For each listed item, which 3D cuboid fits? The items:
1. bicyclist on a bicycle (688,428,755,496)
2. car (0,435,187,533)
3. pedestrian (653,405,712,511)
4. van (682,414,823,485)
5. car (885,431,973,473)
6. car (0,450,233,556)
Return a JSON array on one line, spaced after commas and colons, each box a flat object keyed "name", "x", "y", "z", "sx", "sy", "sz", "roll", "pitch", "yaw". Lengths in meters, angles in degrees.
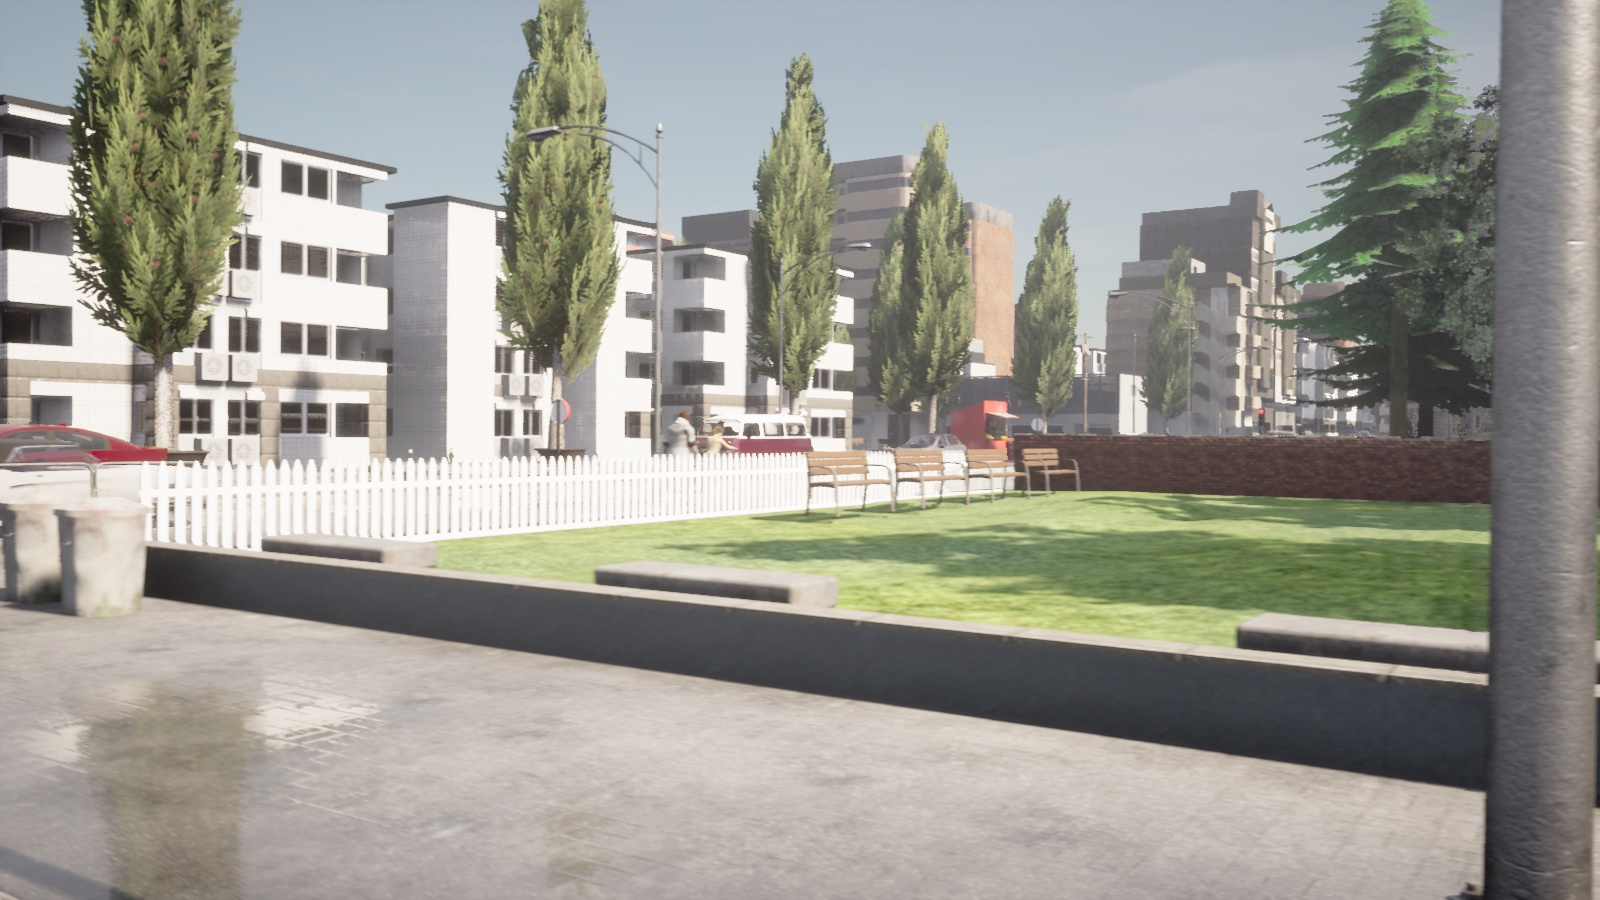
[{"name": "bicyclist on a bicycle", "x": -1.890, "y": 0.268, "z": 30.543, "sx": 0.866, "sy": 1.612, "sz": 1.509, "roll": 0, "pitch": 1, "yaw": 34}, {"name": "car", "x": -13.125, "y": 0.543, "z": 20.864, "sx": 1.882, "sy": 1.535, "sz": 5.008, "roll": 0, "pitch": 1, "yaw": 33}, {"name": "pedestrian", "x": -2.213, "y": 0.138, "z": 23.681, "sx": 0.873, "sy": 1.952, "sz": 0.659, "roll": -1, "pitch": 1, "yaw": -42}, {"name": "van", "x": -1.383, "y": -0.058, "z": 38.497, "sx": 2.069, "sy": 2.038, "sz": 4.480, "roll": 0, "pitch": 1, "yaw": 34}, {"name": "car", "x": 4.957, "y": 0.045, "z": 47.998, "sx": 1.845, "sy": 1.501, "sz": 3.633, "roll": 0, "pitch": 1, "yaw": 34}, {"name": "car", "x": -10.579, "y": 0.689, "z": 17.494, "sx": 1.895, "sy": 1.301, "sz": 4.718, "roll": 0, "pitch": 1, "yaw": 27}]
